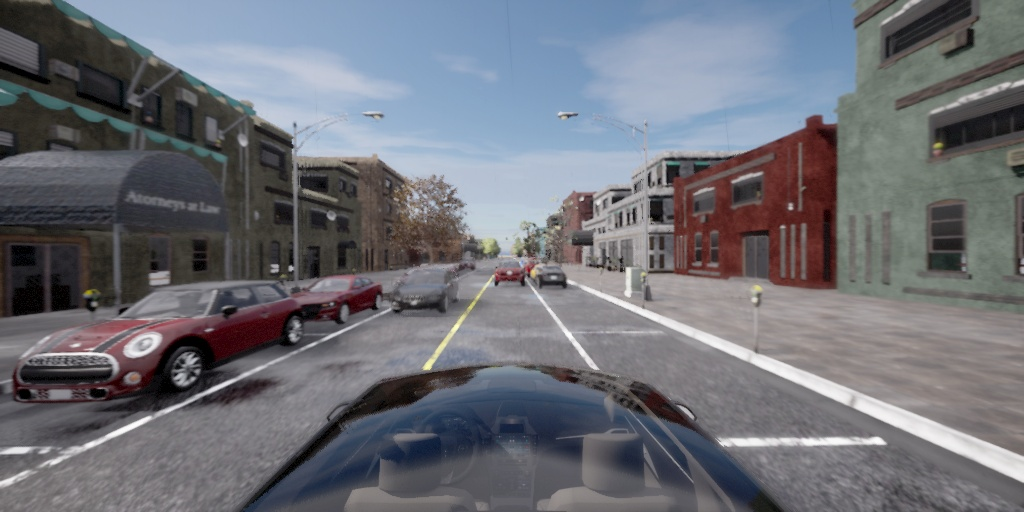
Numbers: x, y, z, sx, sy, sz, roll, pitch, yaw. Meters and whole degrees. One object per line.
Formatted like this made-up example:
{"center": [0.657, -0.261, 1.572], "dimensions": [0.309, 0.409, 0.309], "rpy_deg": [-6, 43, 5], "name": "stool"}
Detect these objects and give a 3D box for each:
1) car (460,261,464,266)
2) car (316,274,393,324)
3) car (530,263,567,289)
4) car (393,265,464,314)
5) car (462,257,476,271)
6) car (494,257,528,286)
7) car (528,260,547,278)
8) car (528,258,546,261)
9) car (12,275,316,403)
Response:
{"center": [-6.035, 1.385, 34.260], "dimensions": [1.802, 1.307, 4.207], "rpy_deg": [0, 0, -1], "name": "car"}
{"center": [-5.784, 1.332, 12.068], "dimensions": [1.888, 1.381, 4.507], "rpy_deg": [0, 0, -1], "name": "car"}
{"center": [2.470, 1.318, 23.261], "dimensions": [1.948, 1.339, 4.313], "rpy_deg": [0, 0, -1], "name": "car"}
{"center": [-3.217, 1.280, 14.099], "dimensions": [1.837, 1.490, 4.892], "rpy_deg": [0, 0, -1], "name": "car"}
{"center": [-6.223, 1.129, 50.903], "dimensions": [2.192, 1.841, 5.009], "rpy_deg": [0, 0, -1], "name": "car"}
{"center": [-0.167, 1.120, 25.888], "dimensions": [2.097, 1.767, 4.553], "rpy_deg": [0, 0, 0], "name": "car"}
{"center": [2.407, 1.281, 28.977], "dimensions": [1.751, 1.417, 4.829], "rpy_deg": [0, 0, -1], "name": "car"}
{"center": [2.345, 1.074, 34.357], "dimensions": [2.192, 1.841, 5.009], "rpy_deg": [0, 0, -1], "name": "car"}
{"center": [-5.722, 1.223, 6.520], "dimensions": [1.967, 1.591, 4.097], "rpy_deg": [0, 0, -1], "name": "car"}
